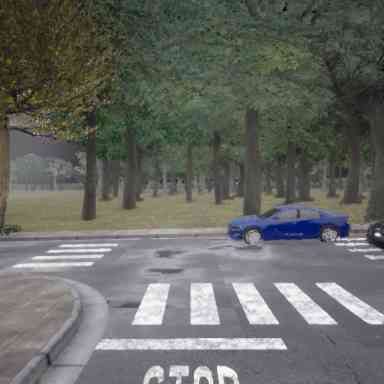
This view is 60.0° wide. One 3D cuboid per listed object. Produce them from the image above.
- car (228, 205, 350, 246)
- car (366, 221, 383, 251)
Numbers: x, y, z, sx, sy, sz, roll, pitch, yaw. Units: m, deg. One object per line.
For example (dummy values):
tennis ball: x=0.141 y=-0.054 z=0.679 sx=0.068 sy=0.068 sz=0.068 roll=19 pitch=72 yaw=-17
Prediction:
car: x=4.030 y=1.325 z=14.170 sx=5.008 sy=1.535 sz=1.882 roll=-1 pitch=1 yaw=0
car: x=8.255 y=1.363 z=11.231 sx=4.181 sy=1.385 sz=1.994 roll=-1 pitch=1 yaw=0
